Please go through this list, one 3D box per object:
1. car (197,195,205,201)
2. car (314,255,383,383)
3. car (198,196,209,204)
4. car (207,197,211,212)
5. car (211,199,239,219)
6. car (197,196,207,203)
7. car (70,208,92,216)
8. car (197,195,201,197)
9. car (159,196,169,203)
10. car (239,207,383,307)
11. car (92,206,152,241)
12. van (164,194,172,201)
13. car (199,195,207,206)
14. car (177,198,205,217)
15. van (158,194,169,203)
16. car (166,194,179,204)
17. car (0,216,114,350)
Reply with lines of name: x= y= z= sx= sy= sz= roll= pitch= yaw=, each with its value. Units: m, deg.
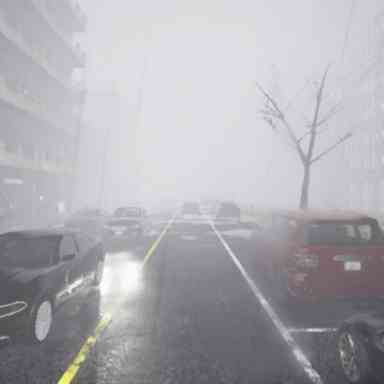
car: x=2.210 y=1.561 z=85.239 sx=1.967 sy=1.590 sz=4.097 roll=0 pitch=0 yaw=0
car: x=2.690 y=1.562 z=2.397 sx=1.947 sy=1.339 sz=4.313 roll=0 pitch=0 yaw=0
car: x=2.306 y=1.637 z=68.671 sx=2.008 sy=1.369 sz=4.403 roll=0 pitch=0 yaw=0
car: x=2.941 y=1.505 z=35.877 sx=1.882 sy=1.535 sz=5.008 roll=0 pitch=0 yaw=0
car: x=2.982 y=1.497 z=28.876 sx=1.882 sy=1.535 sz=5.008 roll=0 pitch=0 yaw=0
car: x=2.274 y=1.648 z=74.194 sx=2.008 sy=1.369 sz=4.403 roll=0 pitch=0 yaw=0
car: x=-5.786 y=1.572 z=18.917 sx=1.887 sy=1.381 sz=4.507 roll=0 pitch=0 yaw=0
car: x=2.338 y=1.515 z=63.148 sx=1.967 sy=1.590 sz=4.097 roll=0 pitch=0 yaw=0
car: x=-6.107 y=1.659 z=74.146 sx=1.887 sy=1.381 sz=4.507 roll=0 pitch=0 yaw=0
car: x=2.659 y=1.315 z=7.921 sx=2.192 sy=1.841 sz=5.009 roll=0 pitch=0 yaw=0
car: x=-3.178 y=1.512 z=16.905 sx=2.128 sy=1.511 sz=4.902 roll=0 pitch=0 yaw=0
van: x=-6.171 y=1.480 z=85.191 sx=1.690 sy=1.788 sz=3.998 roll=0 pitch=0 yaw=0
car: x=2.402 y=1.619 z=52.102 sx=1.947 sy=1.339 sz=4.313 roll=0 pitch=0 yaw=0
car: x=-0.099 y=1.578 z=32.173 sx=2.033 sy=1.411 sz=5.357 roll=0 pitch=0 yaw=0
van: x=-6.075 y=1.445 z=68.624 sx=1.690 sy=1.788 sz=3.998 roll=0 pitch=0 yaw=0
car: x=-3.383 y=1.647 z=64.620 sx=1.994 sy=1.385 sz=4.181 roll=0 pitch=0 yaw=0
car: x=-3.128 y=1.489 z=6.555 sx=1.882 sy=1.535 sz=5.008 roll=0 pitch=0 yaw=0
